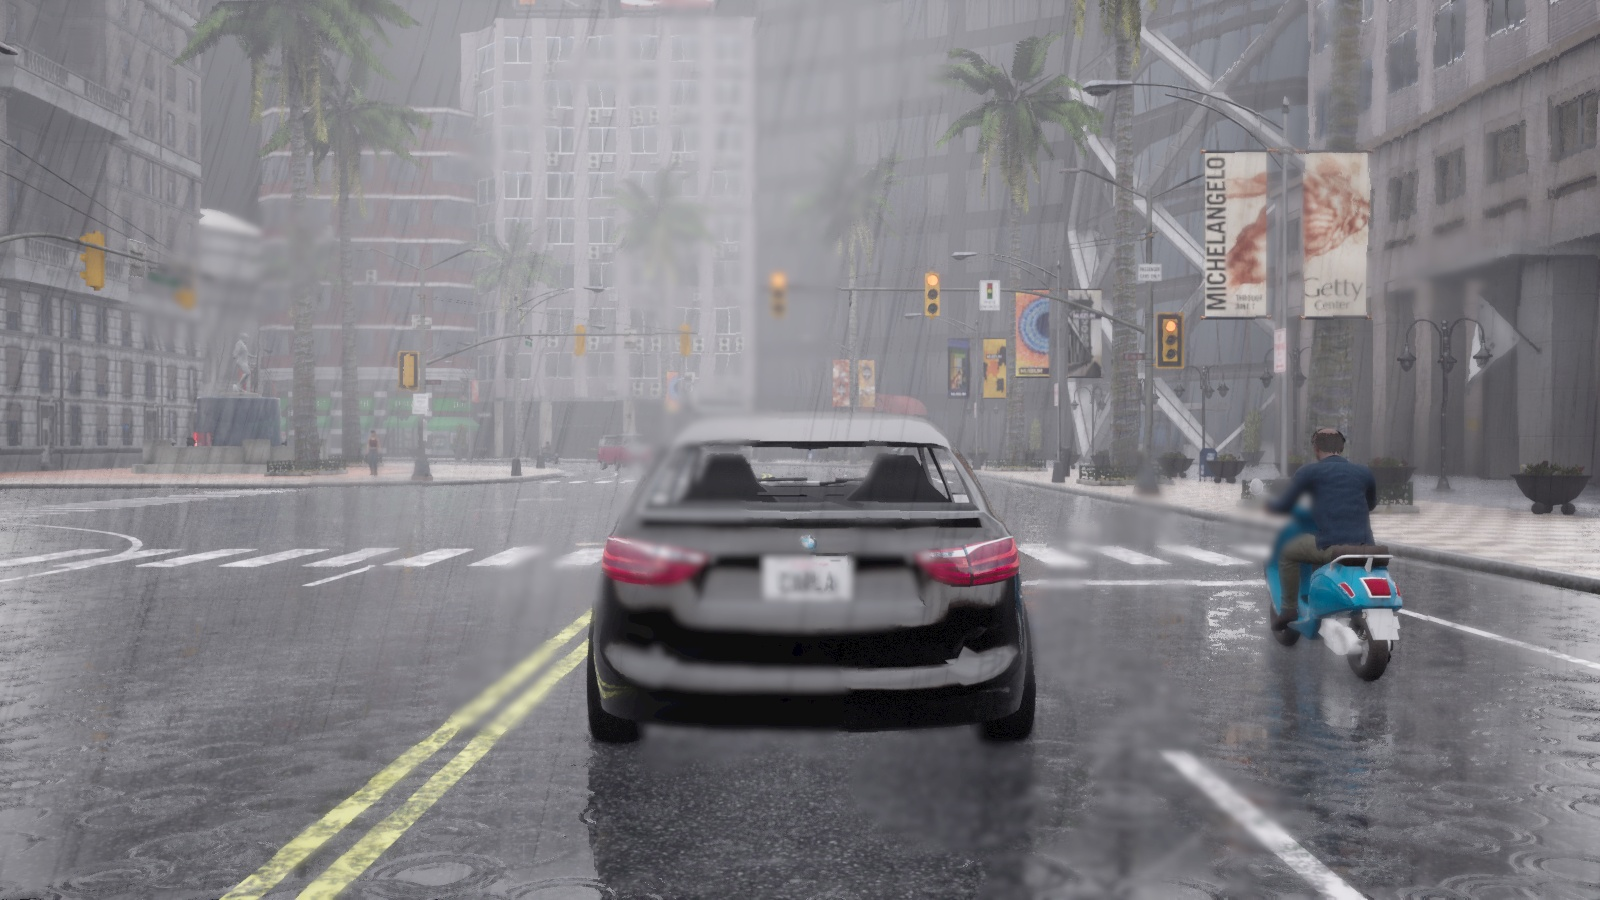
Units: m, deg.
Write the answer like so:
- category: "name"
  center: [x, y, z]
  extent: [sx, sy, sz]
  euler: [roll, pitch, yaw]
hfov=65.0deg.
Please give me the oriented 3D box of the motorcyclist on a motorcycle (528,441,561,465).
- category: "motorcyclist on a motorcycle"
  center: [-17.820, 0.188, 87.632]
  extent: [2.350, 1.649, 0.766]
  euler: [0, 1, 33]

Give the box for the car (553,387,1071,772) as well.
- category: "car"
  center: [0.062, 0.547, 7.745]
  extent: [2.242, 1.667, 4.611]
  euler: [0, 0, 0]

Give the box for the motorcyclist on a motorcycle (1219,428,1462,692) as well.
- category: "motorcyclist on a motorcycle"
  center: [3.552, 0.655, 8.461]
  extent: [0.866, 1.590, 1.817]
  euler: [0, 0, 1]

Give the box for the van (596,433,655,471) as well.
- category: "van"
  center: [-9.545, 0.105, 68.433]
  extent: [1.775, 1.987, 4.442]
  euler: [0, 0, -27]

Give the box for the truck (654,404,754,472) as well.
- category: "truck"
  center: [-5.286, -0.619, 67.470]
  extent: [2.891, 3.462, 7.936]
  euler: [0, 0, -24]

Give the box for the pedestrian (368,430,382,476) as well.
- category: "pedestrian"
  center: [-16.942, 0.107, 50.057]
  extent: [0.345, 1.836, 0.594]
  euler: [0, 0, -1]
